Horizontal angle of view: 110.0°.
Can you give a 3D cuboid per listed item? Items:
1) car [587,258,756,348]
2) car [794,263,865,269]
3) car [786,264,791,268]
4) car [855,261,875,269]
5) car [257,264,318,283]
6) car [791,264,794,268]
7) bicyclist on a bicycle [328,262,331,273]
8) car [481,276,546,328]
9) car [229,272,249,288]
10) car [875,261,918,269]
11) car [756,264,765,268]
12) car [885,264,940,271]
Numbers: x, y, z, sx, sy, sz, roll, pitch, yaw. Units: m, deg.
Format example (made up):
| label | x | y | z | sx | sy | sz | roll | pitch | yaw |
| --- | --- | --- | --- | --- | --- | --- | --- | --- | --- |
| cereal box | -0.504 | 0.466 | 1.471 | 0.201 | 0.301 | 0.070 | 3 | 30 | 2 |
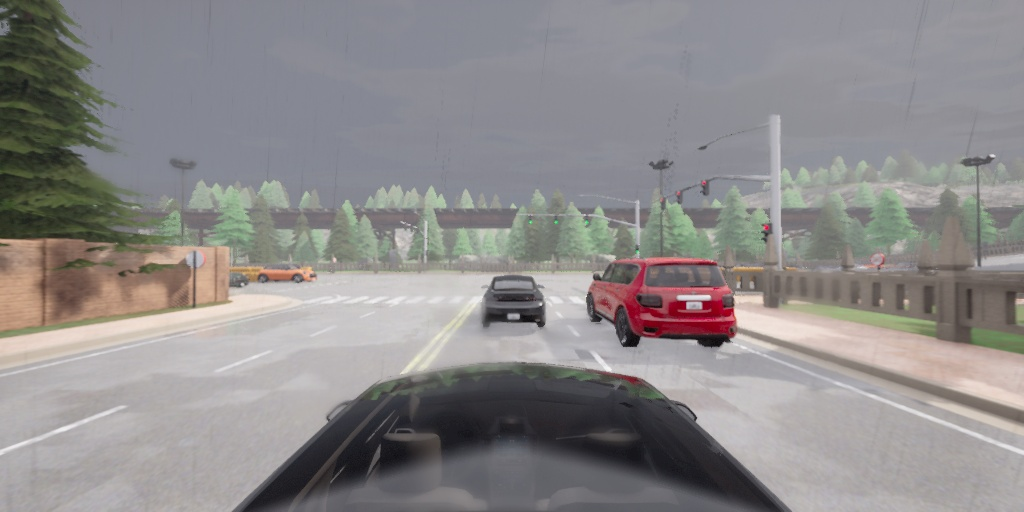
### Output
| label | x | y | z | sx | sy | sz | roll | pitch | yaw |
| --- | --- | --- | --- | --- | --- | --- | --- | --- | --- |
| car | 3.561 | 1.075 | 9.659 | 2.150 | 2.045 | 5.566 | 0 | 0 | 0 |
| car | 34.353 | 1.756 | 38.920 | 5.357 | 1.411 | 2.033 | 0 | -1 | 0 |
| car | 29.425 | 1.755 | 42.417 | 4.902 | 1.511 | 2.128 | 0 | -1 | 0 |
| car | 39.408 | 1.696 | 42.426 | 4.674 | 1.442 | 1.812 | -1 | -1 | 0 |
| car | -19.820 | 1.484 | 31.833 | 4.553 | 1.767 | 2.097 | 0 | -1 | 0 |
| car | 34.958 | 1.797 | 45.918 | 4.892 | 1.490 | 1.837 | 0 | -1 | 0 |
| bicyclist on a bicycle | -27.173 | 1.711 | 53.835 | 0.582 | 1.620 | 1.656 | 0 | 0 | 0 |
| car | 0.036 | 1.383 | 11.886 | 1.837 | 1.490 | 4.892 | 0 | -1 | 0 |
| car | -20.955 | 1.395 | 24.832 | 4.553 | 1.767 | 2.097 | 0 | -1 | -2 |
| car | 42.984 | 1.359 | 38.928 | 4.553 | 1.767 | 2.097 | -2 | -1 | 0 |
| car | 24.884 | 1.572 | 38.925 | 4.553 | 1.767 | 2.097 | 0 | -1 | 0 |
| car | 36.429 | 1.665 | 31.730 | 4.181 | 1.385 | 1.994 | -1 | -1 | 0 |
